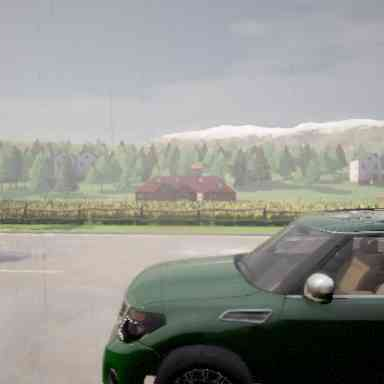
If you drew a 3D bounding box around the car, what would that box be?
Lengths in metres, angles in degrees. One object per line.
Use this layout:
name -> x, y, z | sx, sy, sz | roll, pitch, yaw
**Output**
car -> 1.919, 1.220, 3.683 | 5.566, 2.045, 2.150 | 0, 0, 4
